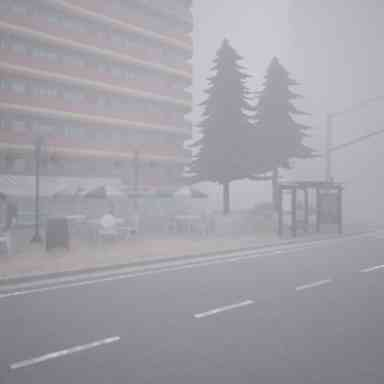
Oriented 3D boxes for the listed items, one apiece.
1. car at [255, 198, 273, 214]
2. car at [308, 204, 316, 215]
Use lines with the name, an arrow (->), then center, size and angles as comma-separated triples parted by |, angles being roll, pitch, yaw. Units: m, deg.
car -> 9.127, 1.781, 36.728 | 2.128, 1.511, 4.902 | 0, 0, -36
car -> 12.334, 1.782, 38.274 | 1.882, 1.535, 5.008 | 0, 0, -36
